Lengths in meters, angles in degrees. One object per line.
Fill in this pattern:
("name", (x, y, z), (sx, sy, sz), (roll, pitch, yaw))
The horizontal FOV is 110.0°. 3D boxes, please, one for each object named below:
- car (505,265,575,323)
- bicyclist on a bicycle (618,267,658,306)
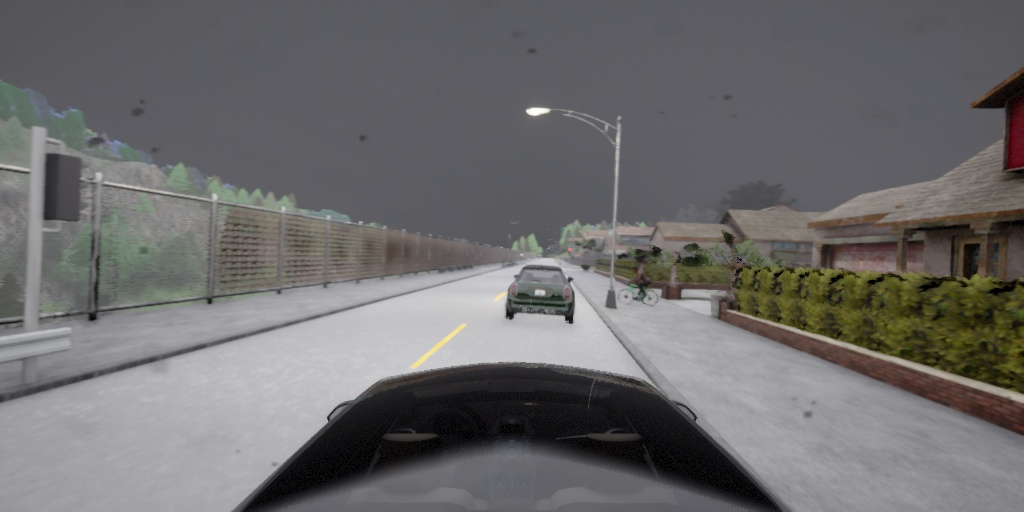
("car", (1.060, 1.098, 12.619), (2.097, 1.767, 4.553), (3, 0, 6))
("bicyclist on a bicycle", (5.283, 1.278, 14.980), (1.656, 1.620, 0.582), (4, 0, 6))
